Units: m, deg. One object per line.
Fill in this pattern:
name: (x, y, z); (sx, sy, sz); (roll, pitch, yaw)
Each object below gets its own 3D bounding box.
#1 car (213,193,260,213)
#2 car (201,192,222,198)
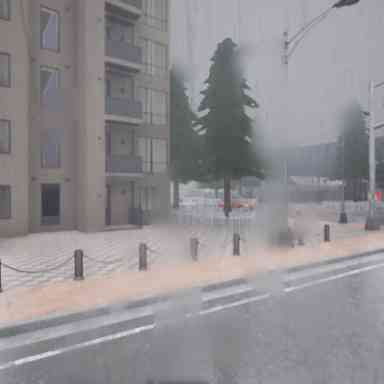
car: (4.699, 1.305, 33.811); (2.097, 1.767, 4.553); (0, 0, -37)
car: (5.362, 0.958, 92.685); (1.932, 1.855, 4.605); (0, 0, -37)
